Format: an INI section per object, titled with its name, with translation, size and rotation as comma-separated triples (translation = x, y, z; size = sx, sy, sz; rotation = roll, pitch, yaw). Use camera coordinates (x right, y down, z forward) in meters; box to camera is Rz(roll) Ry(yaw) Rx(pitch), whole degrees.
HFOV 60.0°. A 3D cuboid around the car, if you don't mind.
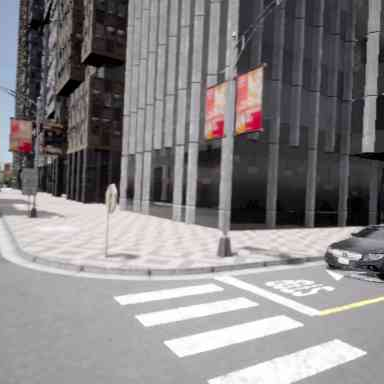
[car]
translation = 6.308, 1.790, 10.676
size = 4.674, 1.442, 1.812
rotation = 3, 0, -32
